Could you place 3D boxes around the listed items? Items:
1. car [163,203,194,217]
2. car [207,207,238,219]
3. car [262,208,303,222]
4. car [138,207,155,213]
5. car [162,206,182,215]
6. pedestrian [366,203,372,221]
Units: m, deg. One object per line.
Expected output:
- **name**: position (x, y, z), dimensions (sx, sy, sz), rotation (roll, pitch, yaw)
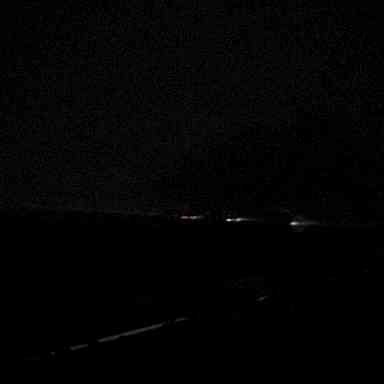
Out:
- **car**: position (-1.917, 2.772, 52.532), dimensions (2.150, 2.045, 5.566), rotation (1, -2, -33)
- **car**: position (3.947, 2.706, 43.554), dimensions (1.837, 1.490, 4.892), rotation (1, -2, -33)
- **car**: position (9.473, 2.382, 35.122), dimensions (1.812, 1.442, 4.674), rotation (1, -2, -33)
- **car**: position (-9.831, 3.791, 71.153), dimensions (1.895, 1.301, 4.718), rotation (1, -2, -33)
- **car**: position (-3.782, 3.403, 62.094), dimensions (1.812, 1.442, 4.674), rotation (1, -2, -33)
- **pedestrian**: position (18.592, 2.073, 35.076), dimensions (0.375, 1.860, 0.375), rotation (-1, 1, -33)
